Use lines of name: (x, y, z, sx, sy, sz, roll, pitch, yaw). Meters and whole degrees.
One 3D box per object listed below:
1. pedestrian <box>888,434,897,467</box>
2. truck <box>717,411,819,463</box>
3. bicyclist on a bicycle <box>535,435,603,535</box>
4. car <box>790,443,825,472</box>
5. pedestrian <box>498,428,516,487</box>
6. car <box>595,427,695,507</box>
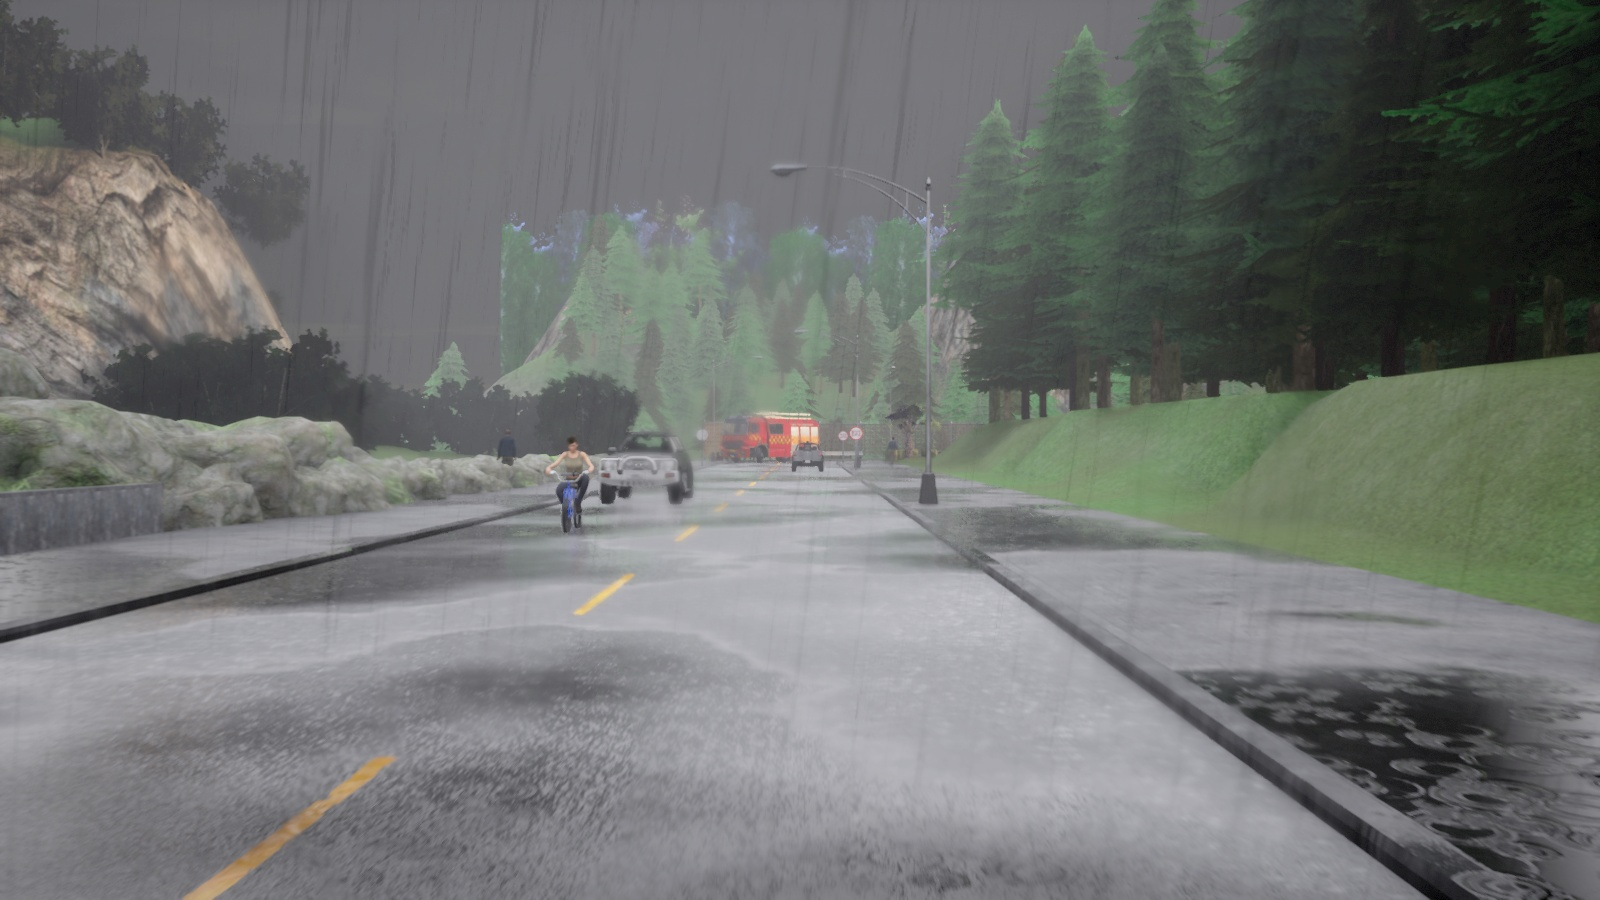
pedestrian: (5.551, 0.037, 75.276, 0.423, 1.949, 0.788, 0, 0, 16)
truck: (-2.381, -0.968, 97.097, 2.891, 3.827, 8.468, 0, 0, 41)
bicyclist on a bicycle: (-3.866, 0.561, 21.112, 0.866, 1.612, 1.509, 0, 0, 0)
car: (0.402, 0.386, 66.692, 1.845, 1.501, 3.633, 0, 0, 0)
pedestrian: (-9.134, 0.229, 39.128, 0.402, 1.842, 0.726, 0, 0, 0)
car: (-3.803, 0.383, 31.513, 1.932, 1.855, 4.605, 0, 0, 0)
